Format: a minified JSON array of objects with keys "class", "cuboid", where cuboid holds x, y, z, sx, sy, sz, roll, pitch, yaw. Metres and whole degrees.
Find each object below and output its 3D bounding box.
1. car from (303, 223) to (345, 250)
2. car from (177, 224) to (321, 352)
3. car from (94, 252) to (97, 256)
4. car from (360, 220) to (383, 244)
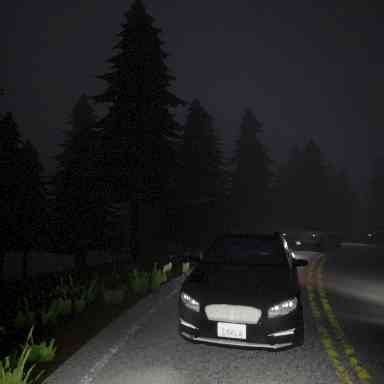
[{"class":"car","cuboid":[6.514,2.309,17.709,1.895,1.301,4.718,-3,-6,39]},{"class":"car","cuboid":[1.137,1.562,6.611,2.128,1.511,4.902,-1,-2,15]},{"class":"car","cuboid":[-20.230,13.650,72.990,4.181,1.381,1.994,-2,-5,31]},{"class":"car","cuboid":[15.864,3.226,26.461,5.566,2.045,2.150,8,-8,-28]}]
